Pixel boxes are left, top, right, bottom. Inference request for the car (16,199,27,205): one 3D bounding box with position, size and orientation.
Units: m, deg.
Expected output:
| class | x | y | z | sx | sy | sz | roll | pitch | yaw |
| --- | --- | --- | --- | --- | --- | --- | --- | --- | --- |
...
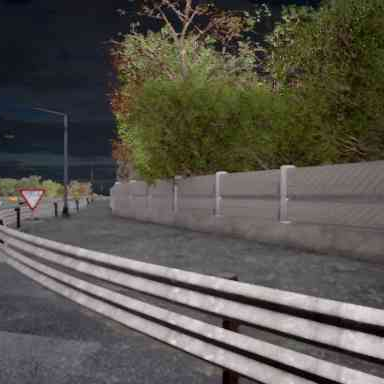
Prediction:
| class | x | y | z | sx | sy | sz | roll | pitch | yaw |
| --- | --- | --- | --- | --- | --- | --- | --- | --- | --- |
| car | -35.402 | 2.045 | 70.362 | 1.895 | 1.301 | 4.718 | 0 | 0 | -25 |
